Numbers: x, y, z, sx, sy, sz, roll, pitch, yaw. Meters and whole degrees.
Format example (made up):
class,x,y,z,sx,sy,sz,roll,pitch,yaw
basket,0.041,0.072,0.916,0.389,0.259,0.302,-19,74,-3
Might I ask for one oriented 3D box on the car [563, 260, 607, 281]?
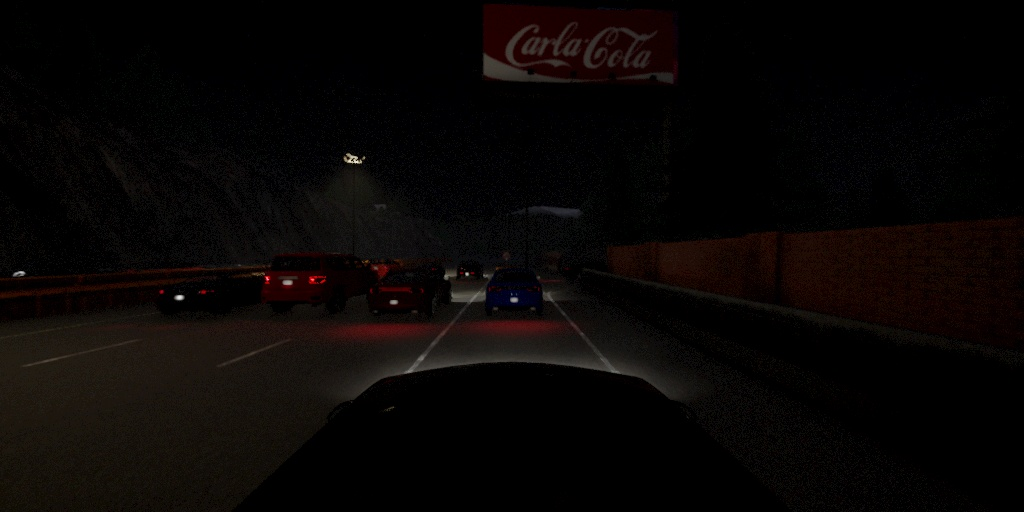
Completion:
class,x,y,z,sx,sy,sz,roll,pitch,yaw
car,6.411,1.098,27.382,5.008,1.535,1.882,0,-1,-6

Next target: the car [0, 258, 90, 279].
class,x,y,z,sx,sy,sz,roll,pitch,yaw
car,-28.119,1.011,21.731,2.097,1.767,4.553,0,0,0

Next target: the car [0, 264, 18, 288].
class,x,y,z,sx,sy,sz,roll,pitch,yaw
car,-31.667,1.216,19.515,2.033,1.411,5.357,0,0,3

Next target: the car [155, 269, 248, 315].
class,x,y,z,sx,sy,sz,roll,pitch,yaw
car,-10.423,1.261,13.253,1.994,1.385,4.181,0,0,0

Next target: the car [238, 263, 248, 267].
class,x,y,z,sx,sy,sz,roll,pitch,yaw
car,-31.542,1.152,44.630,1.895,1.301,4.718,0,0,0

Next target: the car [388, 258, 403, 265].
class,x,y,z,sx,sy,sz,roll,pitch,yaw
car,-10.438,0.973,29.543,2.097,1.767,4.553,0,0,0

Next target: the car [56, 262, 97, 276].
class,x,y,z,sx,sy,sz,roll,pitch,yaw
car,-24.678,1.219,22.378,1.994,1.385,4.181,0,0,0

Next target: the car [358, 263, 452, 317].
class,x,y,z,sx,sy,sz,roll,pitch,yaw
car,-3.425,1.175,12.894,1.882,1.535,5.008,0,0,0

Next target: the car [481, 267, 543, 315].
class,x,y,z,sx,sy,sz,roll,pitch,yaw
car,0.077,1.173,13.407,1.882,1.535,5.008,0,0,0

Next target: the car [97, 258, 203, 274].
class,x,y,z,sx,sy,sz,roll,pitch,yaw
car,-21.118,1.010,21.561,2.097,1.767,4.553,0,0,0

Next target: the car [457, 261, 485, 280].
class,x,y,z,sx,sy,sz,roll,pitch,yaw
car,-3.436,1.123,29.913,1.837,1.490,4.892,0,0,0

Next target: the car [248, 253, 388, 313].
class,x,y,z,sx,sy,sz,roll,pitch,yaw
car,-6.919,0.914,13.758,2.150,2.045,5.566,0,0,0
